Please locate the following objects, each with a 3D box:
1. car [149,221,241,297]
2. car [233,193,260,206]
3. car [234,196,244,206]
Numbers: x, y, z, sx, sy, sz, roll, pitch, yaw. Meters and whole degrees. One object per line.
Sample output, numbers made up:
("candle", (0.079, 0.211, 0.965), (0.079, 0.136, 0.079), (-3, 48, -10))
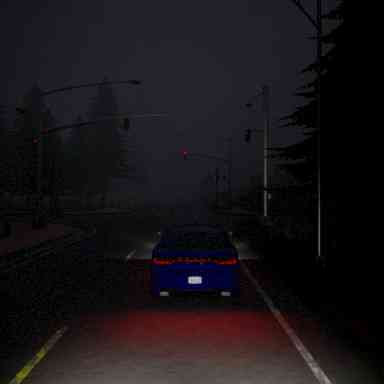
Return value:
("car", (0.079, 1.478, 8.626), (1.882, 1.535, 5.008), (0, 0, 1))
("car", (8.546, 1.146, 52.089), (3.866, 1.878, 1.905), (0, 0, 0))
("car", (8.956, 1.144, 49.578), (4.605, 1.855, 1.932), (0, 0, 0))
